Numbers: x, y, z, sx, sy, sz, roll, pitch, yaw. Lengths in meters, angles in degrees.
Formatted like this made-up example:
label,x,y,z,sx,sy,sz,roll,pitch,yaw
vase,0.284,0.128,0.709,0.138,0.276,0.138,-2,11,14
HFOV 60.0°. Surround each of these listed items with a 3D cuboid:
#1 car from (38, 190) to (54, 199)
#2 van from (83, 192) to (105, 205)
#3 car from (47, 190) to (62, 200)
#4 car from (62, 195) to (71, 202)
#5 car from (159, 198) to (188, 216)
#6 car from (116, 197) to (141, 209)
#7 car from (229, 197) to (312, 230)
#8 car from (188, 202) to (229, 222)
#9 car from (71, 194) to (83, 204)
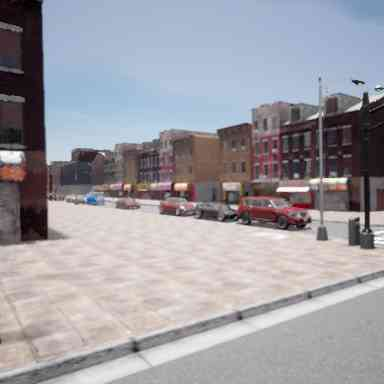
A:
label,x,y,z,sx,sy,sz,roll,pitch,yaw
car,-32.537,0.559,73.895,2.192,1.841,5.009,-1,1,-35
van,-13.752,0.910,47.480,1.690,1.788,3.998,-1,1,-35
car,-26.275,0.787,65.092,1.967,1.590,4.097,-1,1,-35
car,-19.914,0.983,56.150,1.752,1.417,4.829,-1,1,-35
car,-1.228,1.252,29.872,1.967,1.590,4.097,-1,1,-35
car,-7.490,1.270,38.680,1.802,1.307,4.206,-1,1,-35
car,5.033,1.255,21.066,2.192,1.841,5.009,-1,1,-35
car,1.903,1.441,25.473,1.947,1.339,4.313,-1,1,-35
car,-16.784,1.039,51.747,1.752,1.417,4.829,-1,1,-35
